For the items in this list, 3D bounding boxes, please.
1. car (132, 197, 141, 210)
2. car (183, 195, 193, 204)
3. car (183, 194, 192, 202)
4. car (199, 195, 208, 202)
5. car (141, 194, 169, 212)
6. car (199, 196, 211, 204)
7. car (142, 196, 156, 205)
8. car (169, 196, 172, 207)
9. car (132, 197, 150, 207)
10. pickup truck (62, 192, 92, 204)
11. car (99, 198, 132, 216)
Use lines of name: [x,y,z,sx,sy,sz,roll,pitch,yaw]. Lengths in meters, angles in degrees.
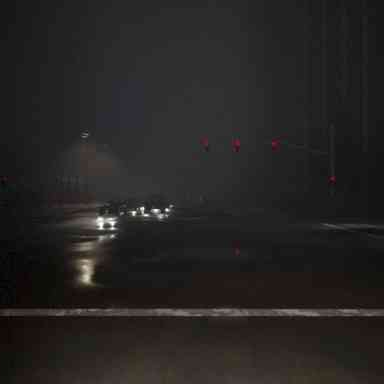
car: [-7.729,1.478,42.111,1.882,1.535,5.008,0,0,-1]
car: [-0.762,1.601,65.221,1.895,1.301,4.718,0,0,0]
car: [-0.964,1.355,75.368,2.097,1.767,4.553,0,0,-1]
car: [2.538,1.524,75.124,1.812,1.442,4.674,0,0,-1]
car: [-4.190,1.221,38.443,2.150,2.045,5.566,0,0,-1]
car: [2.742,1.491,64.740,2.128,1.511,4.902,0,0,-1]
car: [-7.885,1.477,61.611,1.882,1.535,5.008,0,0,0]
car: [-4.285,1.601,48.390,1.895,1.301,4.718,0,0,-1]
car: [-7.820,1.491,51.659,2.128,1.511,4.902,0,0,-1]
pickup truck: [-20.932,1.059,59.956,2.390,2.098,6.274,0,0,30]
car: [-7.707,1.491,32.809,2.128,1.511,4.902,0,0,2]
